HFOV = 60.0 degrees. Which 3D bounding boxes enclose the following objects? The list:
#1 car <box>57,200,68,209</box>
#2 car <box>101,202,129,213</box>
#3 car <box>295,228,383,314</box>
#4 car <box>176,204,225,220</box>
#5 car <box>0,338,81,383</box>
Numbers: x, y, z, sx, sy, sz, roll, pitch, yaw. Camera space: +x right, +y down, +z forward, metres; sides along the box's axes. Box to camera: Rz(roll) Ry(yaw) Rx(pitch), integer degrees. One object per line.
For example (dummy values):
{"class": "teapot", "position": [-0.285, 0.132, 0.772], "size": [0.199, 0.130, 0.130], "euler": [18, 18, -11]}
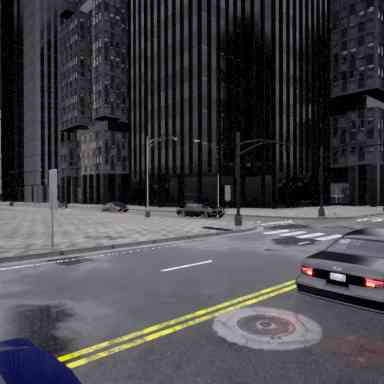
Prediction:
{"class": "car", "position": [-22.463, 2.100, 55.905], "size": [1.837, 1.490, 4.892], "euler": [0, 0, -42]}
{"class": "car", "position": [-9.565, 1.906, 41.400], "size": [1.994, 1.385, 4.181], "euler": [0, 0, -42]}
{"class": "car", "position": [4.437, 1.547, 7.547], "size": [5.357, 1.411, 2.033], "euler": [0, 0, -42]}
{"class": "car", "position": [0.709, 1.786, 29.956], "size": [1.895, 1.301, 4.718], "euler": [0, 0, -42]}
{"class": "car", "position": [-2.640, 1.601, 1.181], "size": [4.718, 1.301, 1.895], "euler": [0, 0, -42]}
